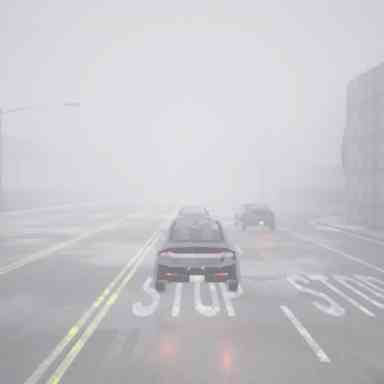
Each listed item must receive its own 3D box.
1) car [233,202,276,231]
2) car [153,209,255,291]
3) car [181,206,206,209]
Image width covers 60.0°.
[{"bbox_3d":[3.599,1.369,19.681,1.837,1.490,4.892,0,0,0],"label":"car"},{"bbox_3d":[0.099,1.433,8.799,2.128,1.511,4.902,0,0,0],"label":"car"},{"bbox_3d":[0.094,1.474,19.199,1.895,1.301,4.718,0,0,0],"label":"car"}]
